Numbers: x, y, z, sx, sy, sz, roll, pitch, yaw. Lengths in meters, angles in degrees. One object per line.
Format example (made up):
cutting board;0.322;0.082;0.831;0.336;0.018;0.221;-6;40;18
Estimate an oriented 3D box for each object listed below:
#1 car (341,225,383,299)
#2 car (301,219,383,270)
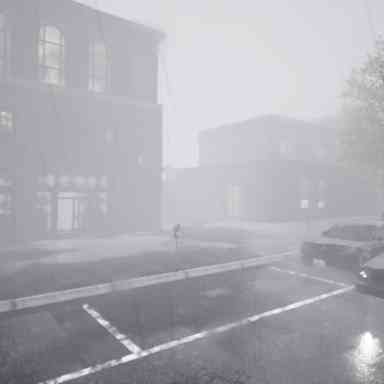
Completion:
car;5.860;1.524;7.457;5.357;1.411;2.033;0;0;-35
car;5.227;1.539;10.277;4.313;1.339;1.947;0;1;-35
